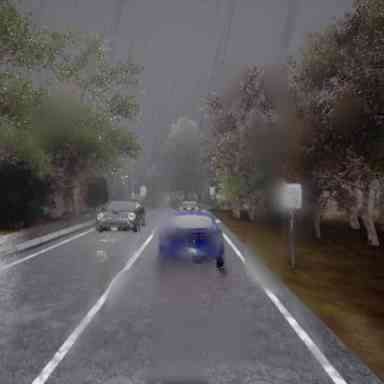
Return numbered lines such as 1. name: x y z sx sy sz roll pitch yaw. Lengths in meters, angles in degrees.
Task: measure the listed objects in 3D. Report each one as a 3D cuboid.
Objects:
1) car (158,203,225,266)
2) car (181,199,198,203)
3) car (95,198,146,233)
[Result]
1. car: -0.034 1.375 11.198 1.882 1.535 5.008 0 1 -1
2. car: -0.232 1.309 27.884 2.033 1.411 5.357 0 0 0
3. car: -3.807 1.183 18.434 2.097 1.767 4.553 0 1 -1
